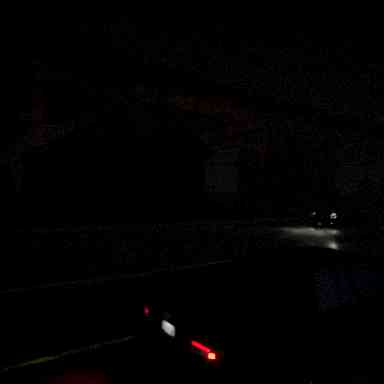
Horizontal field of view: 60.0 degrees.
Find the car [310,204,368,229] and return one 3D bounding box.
[{"bbox_3d":[10.558,1.631,23.894,4.553,1.767,2.097,1,0,-34],"label":"car"}]

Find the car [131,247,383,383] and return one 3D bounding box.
[{"bbox_3d":[1.839,1.601,5.077,5.357,1.411,2.033,1,0,-33],"label":"car"}]
